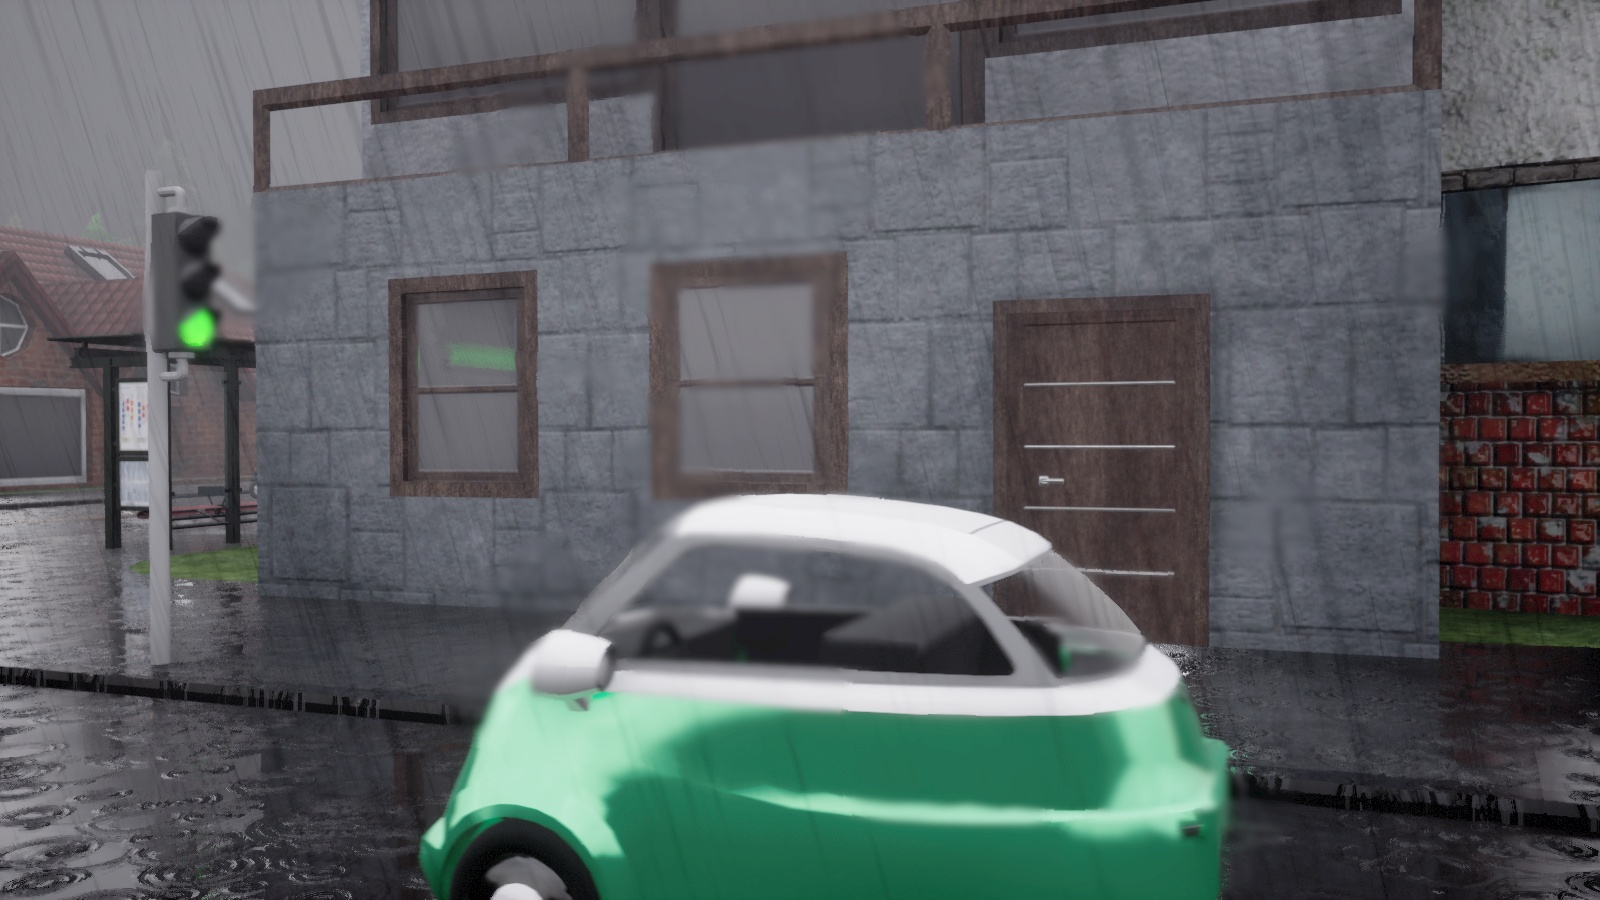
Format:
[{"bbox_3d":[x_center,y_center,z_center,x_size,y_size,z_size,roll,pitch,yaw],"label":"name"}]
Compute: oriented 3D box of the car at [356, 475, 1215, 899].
[{"bbox_3d":[0.056,0.820,3.815,2.207,1.376,1.481,1,1,20],"label":"car"}]
